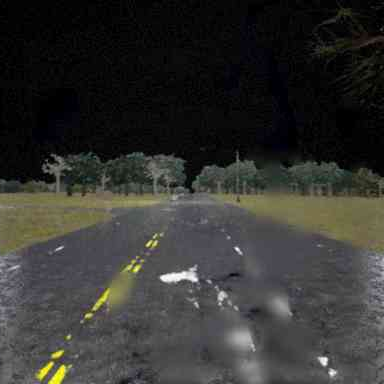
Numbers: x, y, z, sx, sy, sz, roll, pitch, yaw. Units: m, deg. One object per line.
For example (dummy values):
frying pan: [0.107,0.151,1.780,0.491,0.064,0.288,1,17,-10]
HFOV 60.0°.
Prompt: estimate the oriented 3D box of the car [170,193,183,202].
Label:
car: [-3.484,1.319,67.616,2.128,1.511,4.902,0,0,0]
